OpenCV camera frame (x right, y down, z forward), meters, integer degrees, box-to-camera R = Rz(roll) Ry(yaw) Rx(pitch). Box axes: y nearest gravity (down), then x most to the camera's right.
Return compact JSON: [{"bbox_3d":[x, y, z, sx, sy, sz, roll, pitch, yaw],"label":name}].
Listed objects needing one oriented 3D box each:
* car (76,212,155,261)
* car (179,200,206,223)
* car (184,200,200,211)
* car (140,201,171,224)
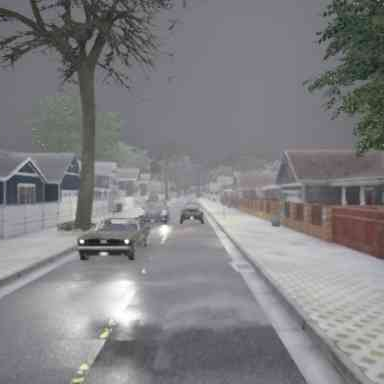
[{"bbox_3d":[-2.780,1.664,12.744,1.895,1.301,4.718,0,0,0],"label":"car"},{"bbox_3d":[0.010,1.635,26.707,1.837,1.490,4.892,0,0,0],"label":"car"},{"bbox_3d":[0.042,1.767,44.136,1.994,1.385,4.181,0,0,0],"label":"car"},{"bbox_3d":[-2.789,1.475,25.894,2.097,1.767,4.553,0,0,0],"label":"car"}]
